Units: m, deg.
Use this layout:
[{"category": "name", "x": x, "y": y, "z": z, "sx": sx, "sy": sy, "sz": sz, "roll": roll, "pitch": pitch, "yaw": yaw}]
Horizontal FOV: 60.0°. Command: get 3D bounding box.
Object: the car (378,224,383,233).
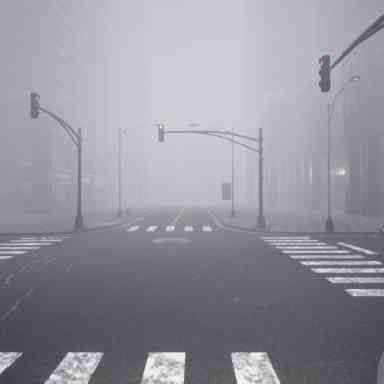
[{"category": "car", "x": 11.753, "y": 1.564, "z": 16.181, "sx": 4.829, "sy": 1.417, "sz": 1.752, "roll": 0, "pitch": -1, "yaw": 0}]
